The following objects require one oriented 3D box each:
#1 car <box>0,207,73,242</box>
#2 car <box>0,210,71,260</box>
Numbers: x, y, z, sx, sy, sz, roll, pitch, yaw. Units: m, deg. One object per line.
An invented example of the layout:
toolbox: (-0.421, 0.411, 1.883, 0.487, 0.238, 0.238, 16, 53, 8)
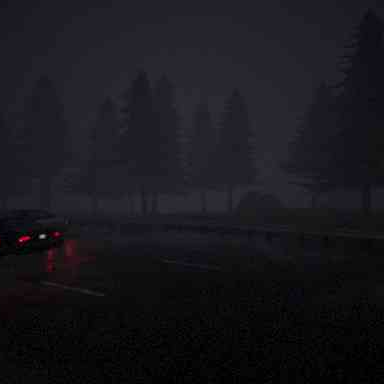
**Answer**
car: (-8.317, 1.502, 16.226, 4.718, 1.301, 1.895, 0, 0, 25)
car: (-7.063, 1.473, 11.817, 5.357, 1.411, 2.033, 0, 0, 26)
